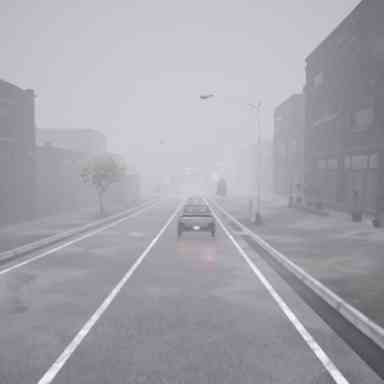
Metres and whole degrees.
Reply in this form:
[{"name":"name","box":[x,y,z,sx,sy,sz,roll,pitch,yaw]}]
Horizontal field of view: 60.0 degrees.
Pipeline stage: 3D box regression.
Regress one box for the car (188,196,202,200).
[{"name":"car","box":[0.359,1.159,35.870,2.033,1.411,5.357,0,1,0]}]

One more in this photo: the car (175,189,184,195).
[{"name":"car","box":[-2.893,-0.020,77.407,2.033,1.411,5.357,0,1,0]}]

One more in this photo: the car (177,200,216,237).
[{"name":"car","box":[0.223,1.385,17.489,2.128,1.511,4.902,0,1,0]}]
